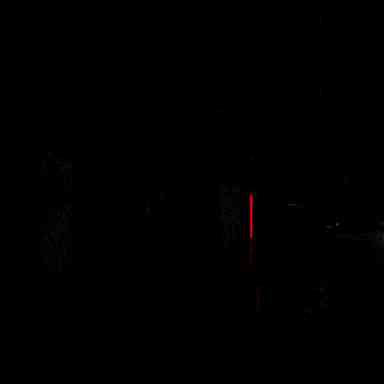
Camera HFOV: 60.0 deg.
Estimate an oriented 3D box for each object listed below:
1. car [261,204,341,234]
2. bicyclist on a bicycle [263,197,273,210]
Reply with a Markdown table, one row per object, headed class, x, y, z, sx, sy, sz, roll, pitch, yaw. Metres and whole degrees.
| class | x | y | z | sx | sy | sz | roll | pitch | yaw |
| --- | --- | --- | --- | --- | --- | --- | --- | --- | --- |
| car | 6.224 | 1.505 | 19.579 | 1.837 | 1.490 | 4.892 | 0 | 0 | -38 |
| bicyclist on a bicycle | 7.383 | 1.349 | 32.117 | 1.656 | 1.620 | 0.582 | 0 | 0 | -36 |
